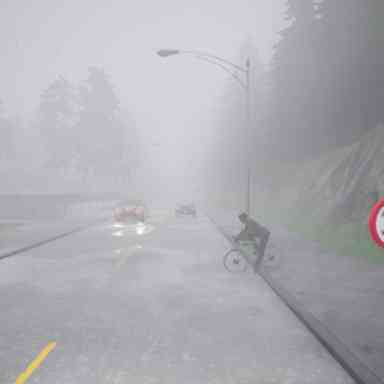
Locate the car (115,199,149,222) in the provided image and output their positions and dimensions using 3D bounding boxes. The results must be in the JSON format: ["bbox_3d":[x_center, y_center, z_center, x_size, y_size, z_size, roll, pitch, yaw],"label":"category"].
[{"bbox_3d":[-4.595,1.324,25.998,2.097,1.767,4.553,0,0,-1],"label":"car"}]

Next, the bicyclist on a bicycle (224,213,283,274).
[{"bbox_3d":[1.627,1.376,9.047,1.656,1.620,0.582,-6,0,-1],"label":"bicyclist on a bicycle"}]

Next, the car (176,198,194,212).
[{"bbox_3d":[-0.823,1.507,39.660,2.033,1.411,5.357,0,0,-1],"label":"car"}]

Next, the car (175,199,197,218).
[{"bbox_3d":[-0.564,1.495,29.812,1.812,1.442,4.674,0,0,-1],"label":"car"}]
